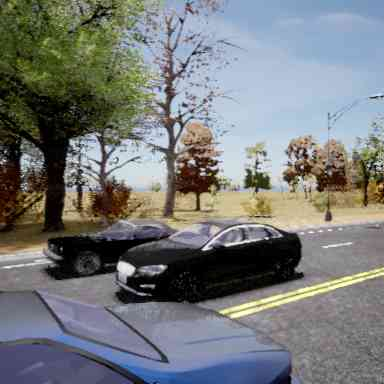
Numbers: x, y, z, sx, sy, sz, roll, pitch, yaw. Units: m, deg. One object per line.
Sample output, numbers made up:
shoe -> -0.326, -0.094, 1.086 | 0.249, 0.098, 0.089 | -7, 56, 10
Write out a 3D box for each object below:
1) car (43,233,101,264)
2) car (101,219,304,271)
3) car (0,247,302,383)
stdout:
car -> -1.942, 1.544, 10.230 | 4.718, 1.301, 1.895 | 0, 0, -35
car -> 0.627, 1.445, 8.044 | 4.902, 1.511, 2.128 | 0, 0, -35
car -> -1.575, 1.535, 2.354 | 5.357, 1.411, 2.033 | 0, 0, -35
